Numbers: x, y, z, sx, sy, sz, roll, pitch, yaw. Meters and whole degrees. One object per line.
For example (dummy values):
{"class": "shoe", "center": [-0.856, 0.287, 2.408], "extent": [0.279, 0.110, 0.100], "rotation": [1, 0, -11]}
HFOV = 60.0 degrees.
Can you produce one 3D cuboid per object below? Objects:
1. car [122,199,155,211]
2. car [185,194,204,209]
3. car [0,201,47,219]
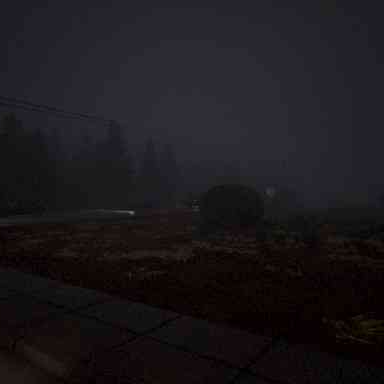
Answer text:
{"class": "car", "center": [-6.570, 1.552, 41.649], "extent": [1.812, 1.442, 4.674], "rotation": [0, 0, 37]}
{"class": "car", "center": [1.364, 1.248, 46.191], "extent": [2.150, 2.045, 5.566], "rotation": [0, 0, 38]}
{"class": "car", "center": [-15.497, 1.519, 29.609], "extent": [2.128, 1.511, 4.902], "rotation": [0, 0, 37]}
